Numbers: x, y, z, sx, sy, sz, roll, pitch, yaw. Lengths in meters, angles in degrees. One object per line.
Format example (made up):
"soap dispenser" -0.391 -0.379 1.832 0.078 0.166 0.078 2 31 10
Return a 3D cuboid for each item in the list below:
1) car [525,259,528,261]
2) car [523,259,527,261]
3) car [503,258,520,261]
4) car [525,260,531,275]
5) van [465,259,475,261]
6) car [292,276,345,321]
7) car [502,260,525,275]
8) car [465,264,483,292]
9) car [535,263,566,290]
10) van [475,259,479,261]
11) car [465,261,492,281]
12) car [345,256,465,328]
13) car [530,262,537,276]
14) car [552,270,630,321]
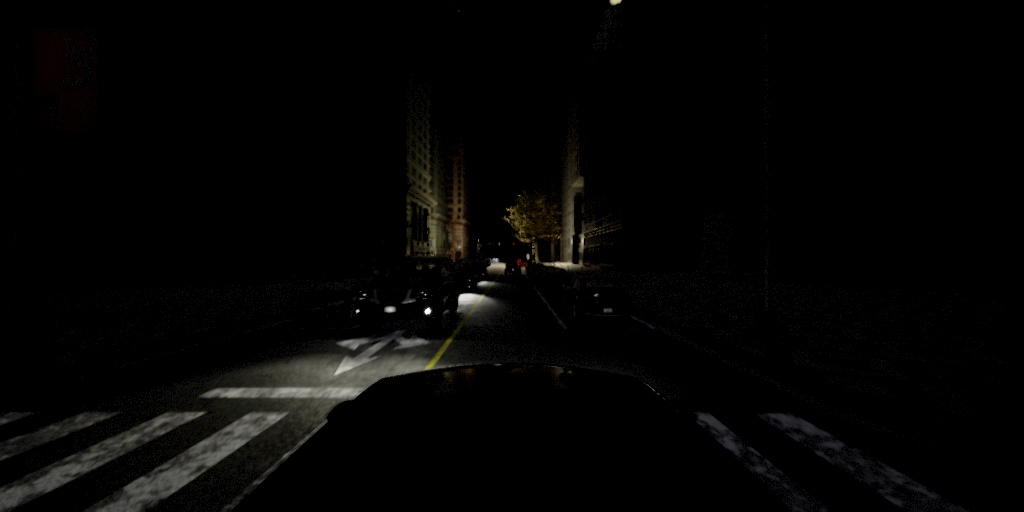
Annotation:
"car" 2.763 1.454 44.164 1.751 1.417 4.829 0 0 0
"car" 2.763 1.519 49.284 1.948 1.339 4.313 0 0 0
"car" 0.006 1.447 52.489 1.882 1.535 5.008 0 0 0
"car" 2.763 1.456 38.706 2.007 1.370 4.403 0 0 0
"van" -5.762 1.269 42.893 1.690 1.789 3.998 0 0 0
"car" -5.762 1.348 12.504 2.007 1.370 4.403 0 0 0
"car" 0.106 1.485 41.871 1.994 1.385 4.181 0 0 -1
"car" -3.099 1.399 21.921 1.994 1.385 4.181 0 0 0
"car" 2.763 1.384 23.390 1.888 1.381 4.507 0 0 0
"van" -5.762 1.318 53.720 1.690 1.789 3.998 0 0 0
"car" -3.089 1.428 32.492 2.033 1.411 5.357 0 0 -1
"car" -3.099 1.015 11.884 2.150 2.045 5.566 0 0 0
"car" 2.763 1.412 28.834 2.007 1.370 4.403 0 0 0
"car" 2.763 1.344 12.501 2.007 1.370 4.403 0 0 0
